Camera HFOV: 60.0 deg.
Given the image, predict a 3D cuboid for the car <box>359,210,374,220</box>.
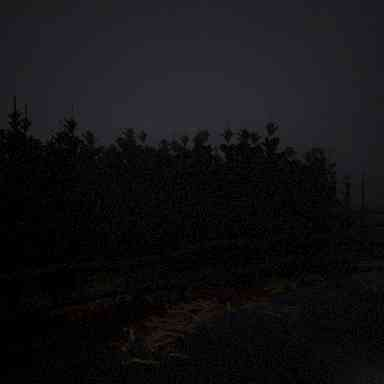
[{"bbox_3d":[11.401,1.601,25.885,1.895,1.301,4.718,0,0,-35],"label":"car"}]
